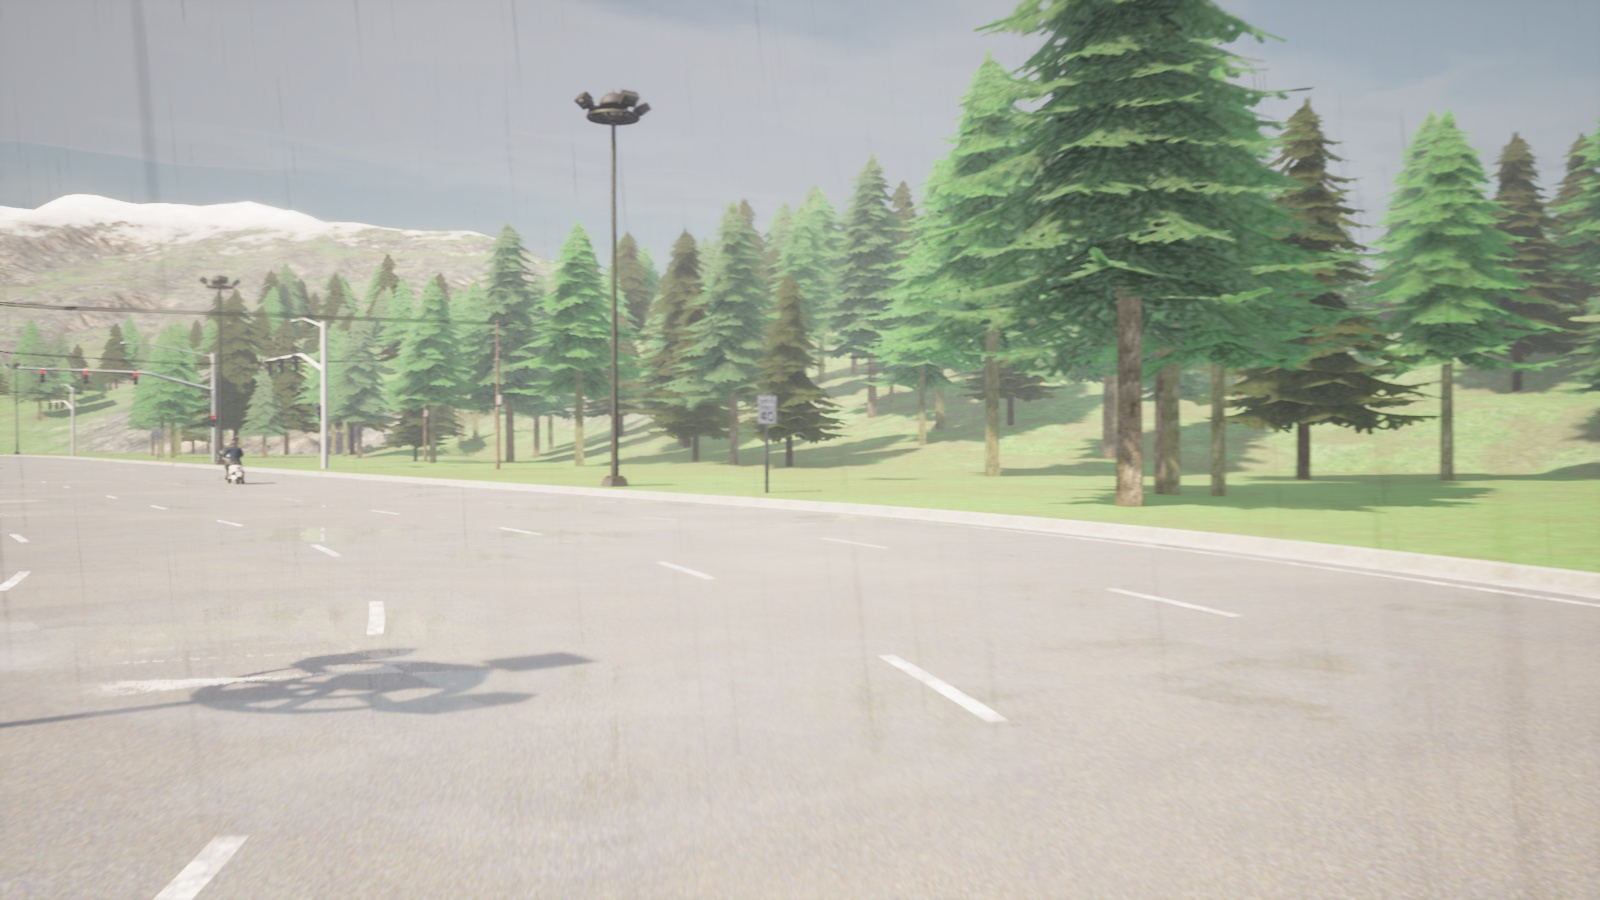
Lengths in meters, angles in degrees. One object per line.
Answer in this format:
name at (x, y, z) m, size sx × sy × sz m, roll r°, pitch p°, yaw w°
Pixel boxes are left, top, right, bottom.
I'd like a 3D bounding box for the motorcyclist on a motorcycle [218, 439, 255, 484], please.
motorcyclist on a motorcycle at (-20.672, 0.406, 46.058) m, size 0.866 × 1.590 × 1.817 m, roll 0°, pitch 0°, yaw -36°
